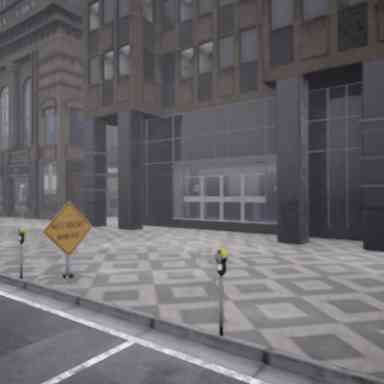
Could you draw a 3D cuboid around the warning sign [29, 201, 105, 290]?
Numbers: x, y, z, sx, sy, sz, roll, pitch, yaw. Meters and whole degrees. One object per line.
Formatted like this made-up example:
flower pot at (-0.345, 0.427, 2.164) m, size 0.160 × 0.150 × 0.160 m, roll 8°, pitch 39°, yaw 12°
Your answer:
warning sign at (-2.933, 1.154, 7.876) m, size 1.060 × 1.860 × 1.300 m, roll 0°, pitch 0°, yaw 35°
